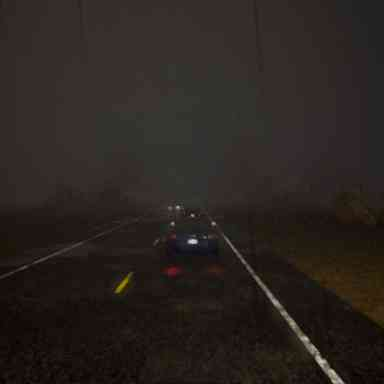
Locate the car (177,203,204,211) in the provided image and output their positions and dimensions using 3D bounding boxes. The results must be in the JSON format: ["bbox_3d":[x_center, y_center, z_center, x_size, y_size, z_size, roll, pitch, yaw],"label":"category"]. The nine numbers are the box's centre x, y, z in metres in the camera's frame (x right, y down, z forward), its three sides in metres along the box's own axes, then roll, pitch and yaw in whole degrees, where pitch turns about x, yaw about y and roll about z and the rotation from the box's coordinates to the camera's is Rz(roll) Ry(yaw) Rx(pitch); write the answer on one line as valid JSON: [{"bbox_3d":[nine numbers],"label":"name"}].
[{"bbox_3d":[0.053,1.852,28.514,1.994,1.385,4.181,0,0,1],"label":"car"}]

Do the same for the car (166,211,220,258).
[{"bbox_3d":[0.039,1.706,13.500,1.994,1.385,4.181,0,0,0],"label":"car"}]

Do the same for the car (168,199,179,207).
[{"bbox_3d":[-3.452,2.125,64.564,1.812,1.442,4.674,0,0,1],"label":"car"}]
